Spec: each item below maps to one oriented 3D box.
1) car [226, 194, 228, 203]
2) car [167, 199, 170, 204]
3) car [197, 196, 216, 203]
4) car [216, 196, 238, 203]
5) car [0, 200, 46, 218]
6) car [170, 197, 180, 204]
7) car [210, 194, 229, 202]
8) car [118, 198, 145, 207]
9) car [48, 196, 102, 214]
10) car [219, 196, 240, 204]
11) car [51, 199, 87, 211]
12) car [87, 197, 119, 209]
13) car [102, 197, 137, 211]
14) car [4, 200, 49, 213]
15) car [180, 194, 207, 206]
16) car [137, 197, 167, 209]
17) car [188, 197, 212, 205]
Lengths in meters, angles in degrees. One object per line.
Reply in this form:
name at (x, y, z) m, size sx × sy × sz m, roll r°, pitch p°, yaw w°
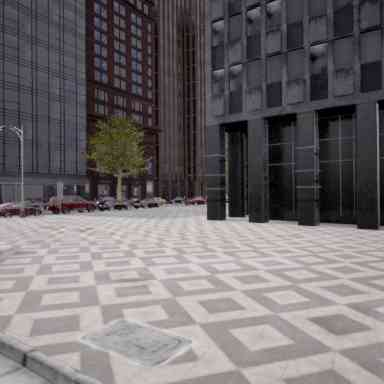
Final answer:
car at (3.826, 1.222, 57.145) m, size 2.192 × 1.841 × 5.009 m, roll -1°, pitch 0°, yaw 35°
car at (-6.484, 1.544, 57.192) m, size 1.752 × 1.417 × 4.829 m, roll -1°, pitch 0°, yaw 35°
car at (3.199, 1.534, 71.274) m, size 1.887 × 1.381 × 4.507 m, roll -1°, pitch 0°, yaw 35°
car at (7.139, 1.469, 66.496) m, size 2.033 × 1.411 × 5.357 m, roll -1°, pitch 0°, yaw 35°
car at (-15.342, 1.575, 29.267) m, size 1.802 × 1.307 × 4.206 m, roll -1°, pitch 0°, yaw 35°
car at (-3.192, 1.573, 61.980) m, size 1.947 × 1.339 × 4.313 m, roll -1°, pitch 0°, yaw 35°
car at (6.392, 1.295, 75.922) m, size 2.192 × 1.841 × 5.009 m, roll -1°, pitch 0°, yaw 35°
car at (-9.583, 1.612, 52.686) m, size 1.802 × 1.307 × 4.206 m, roll -1°, pitch 0°, yaw 35°
car at (-12.149, 1.289, 33.914) m, size 2.192 × 1.841 × 5.009 m, roll -1°, pitch 0°, yaw 35°
car at (7.023, 1.463, 61.790) m, size 1.947 × 1.339 × 4.313 m, roll -1°, pitch 0°, yaw 35°
car at (-15.974, 1.641, 43.393) m, size 1.802 × 1.307 × 4.206 m, roll -1°, pitch 0°, yaw 35°
car at (-12.780, 1.483, 48.039) m, size 1.967 × 1.590 × 4.097 m, roll -1°, pitch 0°, yaw 35°
car at (-8.952, 1.524, 38.559) m, size 1.947 × 1.339 × 4.313 m, roll -1°, pitch 0°, yaw 35°
car at (-19.169, 1.641, 38.746) m, size 1.947 × 1.339 × 4.313 m, roll -1°, pitch 0°, yaw 35°
car at (0.632, 1.462, 52.498) m, size 1.887 × 1.381 × 4.507 m, roll -1°, pitch 0°, yaw 35°
car at (-5.757, 1.508, 43.205) m, size 1.947 × 1.339 × 4.313 m, roll -1°, pitch 0°, yaw 35°
car at (1.477, 1.539, 58.265) m, size 1.895 × 1.301 × 4.718 m, roll -1°, pitch 0°, yaw 34°
